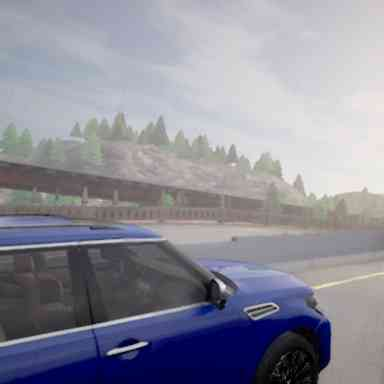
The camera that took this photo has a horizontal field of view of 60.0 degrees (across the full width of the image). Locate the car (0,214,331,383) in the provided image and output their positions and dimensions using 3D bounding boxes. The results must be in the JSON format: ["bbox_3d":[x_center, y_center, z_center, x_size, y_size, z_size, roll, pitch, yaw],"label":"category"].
[{"bbox_3d":[-1.108,1.227,2.957,5.566,2.045,2.150,0,0,-36],"label":"car"}]
